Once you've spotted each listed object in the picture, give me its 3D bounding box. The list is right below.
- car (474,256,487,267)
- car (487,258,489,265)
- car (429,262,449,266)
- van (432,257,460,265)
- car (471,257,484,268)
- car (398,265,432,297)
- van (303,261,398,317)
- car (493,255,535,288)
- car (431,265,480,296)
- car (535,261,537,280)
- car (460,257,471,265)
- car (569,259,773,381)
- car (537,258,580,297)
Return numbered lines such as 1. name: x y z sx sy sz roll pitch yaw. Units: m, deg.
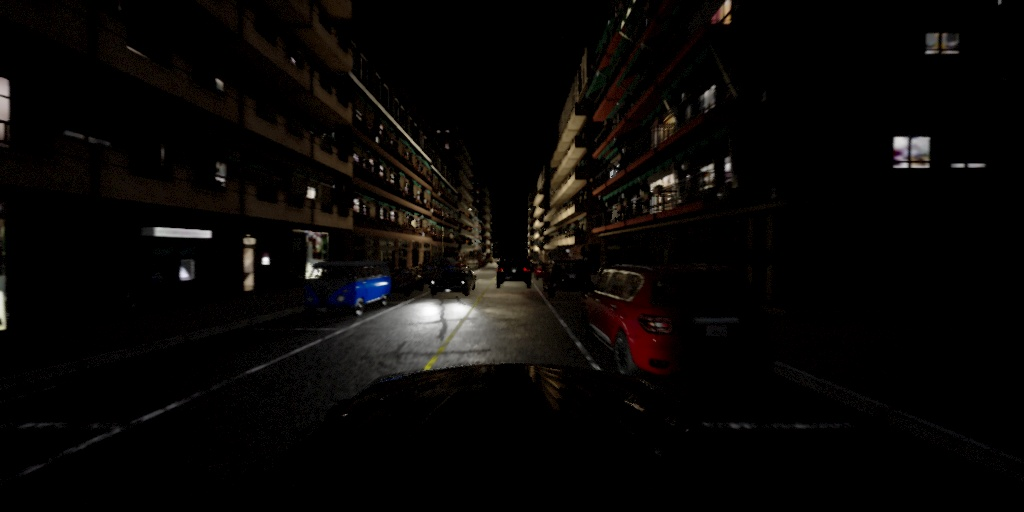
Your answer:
1. car: -5.675 0.958 58.079 2.192 1.841 5.009 0 0 0
2. car: -5.673 1.074 63.743 1.967 1.591 4.097 0 0 0
3. car: -5.655 1.285 24.095 1.802 1.307 4.207 0 0 0
4. van: -5.666 1.033 29.760 1.690 1.789 3.998 0 0 0
5. car: -5.677 1.203 52.415 2.007 1.370 4.403 0 0 0
6. car: -5.654 1.296 18.431 1.802 1.307 4.207 0 0 0
7. van: -5.656 1.066 12.767 1.690 1.789 3.998 0 0 0
8. car: 0.114 0.930 23.446 2.150 2.045 5.566 0 0 0
9. car: -3.017 1.315 19.072 1.895 1.301 4.718 0 0 0
10. car: 2.697 1.279 29.726 1.802 1.307 4.207 0 0 0
11. car: -5.692 0.997 35.423 2.192 1.841 5.009 0 0 0
12. car: 2.690 1.055 7.070 2.192 1.841 5.009 0 0 0
13. car: 2.693 1.033 18.399 2.192 1.841 5.009 0 0 0
